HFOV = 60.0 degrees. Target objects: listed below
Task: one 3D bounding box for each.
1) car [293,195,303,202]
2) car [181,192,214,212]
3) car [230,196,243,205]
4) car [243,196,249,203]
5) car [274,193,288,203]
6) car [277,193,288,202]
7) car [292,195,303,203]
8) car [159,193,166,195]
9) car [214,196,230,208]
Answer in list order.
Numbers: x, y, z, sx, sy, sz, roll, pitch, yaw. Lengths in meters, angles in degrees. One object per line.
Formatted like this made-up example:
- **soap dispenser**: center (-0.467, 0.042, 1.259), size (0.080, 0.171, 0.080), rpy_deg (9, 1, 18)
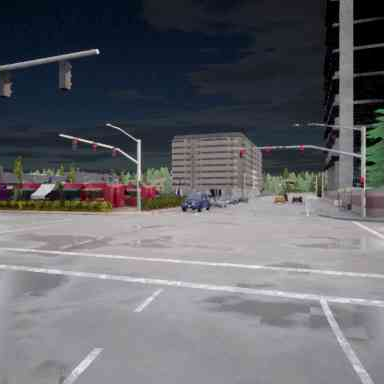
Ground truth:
- **car**: center (24.708, 1.525, 77.343), size (2.128, 1.511, 4.902), rpy_deg (0, 0, 19)
- **car**: center (0.580, 1.221, 39.305), size (2.150, 2.045, 5.566), rpy_deg (0, 0, 19)
- **car**: center (6.844, 1.491, 57.666), size (2.128, 1.511, 4.902), rpy_deg (0, 0, 19)
- **car**: center (10.314, 1.547, 67.656), size (2.033, 1.411, 5.357), rpy_deg (0, 0, 19)
- **car**: center (18.205, 1.478, 69.000), size (1.882, 1.535, 5.008), rpy_deg (0, 0, 19)
- **car**: center (21.513, 1.225, 78.819), size (2.150, 2.045, 5.566), rpy_deg (0, 0, 19)
- **car**: center (21.419, 1.478, 67.598), size (1.882, 1.535, 5.008), rpy_deg (0, 0, 19)
- **car**: center (-8.000, 1.209, 81.429), size (4.605, 1.855, 1.932), rpy_deg (0, 0, 19)
- **car**: center (3.724, 1.601, 48.548), size (1.895, 1.301, 4.718), rpy_deg (0, 0, 19)
